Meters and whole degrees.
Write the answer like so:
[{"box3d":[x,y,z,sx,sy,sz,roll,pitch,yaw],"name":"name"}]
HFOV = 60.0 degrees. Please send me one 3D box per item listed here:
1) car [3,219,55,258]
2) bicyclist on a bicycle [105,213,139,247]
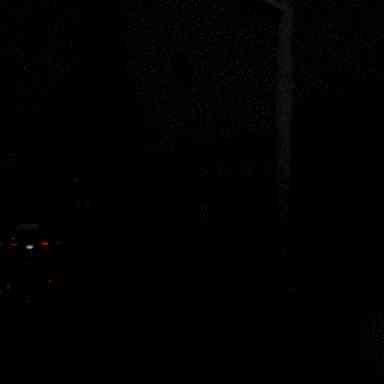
[{"box3d":[-7.024,1.896,14.429,1.812,1.442,4.674,3,-2,-26],"name":"car"},{"box3d":[-3.355,1.827,16.114,1.656,1.620,0.582,2,-2,-27],"name":"bicyclist on a bicycle"}]
